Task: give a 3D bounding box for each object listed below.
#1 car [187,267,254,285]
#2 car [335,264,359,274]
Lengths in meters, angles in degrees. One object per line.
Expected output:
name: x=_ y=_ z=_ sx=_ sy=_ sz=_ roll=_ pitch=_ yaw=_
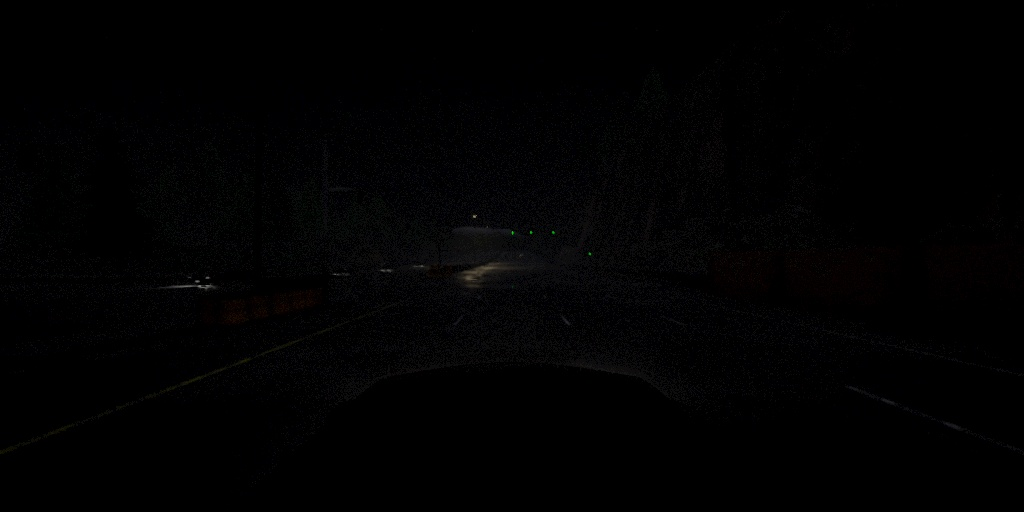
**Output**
car: x=-24.502 y=1.636 z=30.567 sx=2.033 sy=1.411 sz=5.357 roll=0 pitch=-1 yaw=0
car: x=-24.493 y=1.879 z=53.361 sx=1.812 sy=1.442 sz=4.674 roll=0 pitch=1 yaw=0
